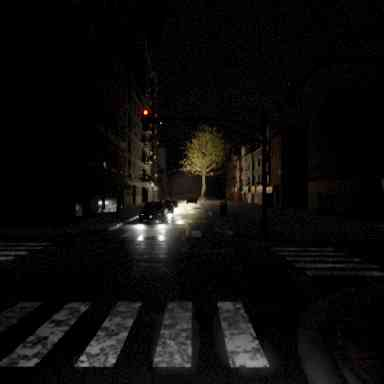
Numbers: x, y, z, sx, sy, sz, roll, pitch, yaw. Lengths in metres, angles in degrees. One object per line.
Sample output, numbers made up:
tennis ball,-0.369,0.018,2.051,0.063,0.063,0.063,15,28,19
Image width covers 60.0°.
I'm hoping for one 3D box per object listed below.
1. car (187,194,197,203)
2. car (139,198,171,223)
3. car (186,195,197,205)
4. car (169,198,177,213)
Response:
car,-0.053,1.306,69.298,2.097,1.767,4.553,0,0,0
car,-2.913,1.483,25.698,1.837,1.490,4.892,0,0,0
car,-0.032,1.434,59.323,1.882,1.535,5.008,0,0,0
car,-2.937,1.532,35.673,1.994,1.385,4.181,0,0,-1
